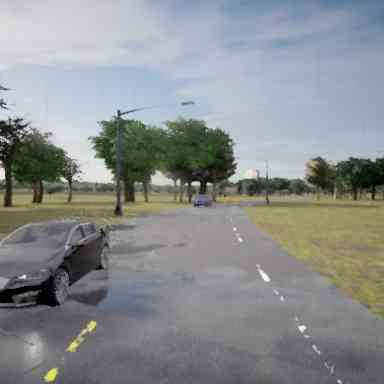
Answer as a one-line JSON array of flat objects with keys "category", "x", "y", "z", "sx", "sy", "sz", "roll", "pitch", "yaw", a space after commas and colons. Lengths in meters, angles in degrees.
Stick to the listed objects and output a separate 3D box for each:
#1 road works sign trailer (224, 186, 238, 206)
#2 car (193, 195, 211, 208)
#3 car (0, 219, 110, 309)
[{"category": "road works sign trailer", "x": 7.031, "y": 0.754, "z": 59.941, "sx": 2.380, "sy": 3.560, "sz": 2.880, "roll": 0, "pitch": 0, "yaw": 14}, {"category": "car", "x": 1.680, "y": 1.419, "z": 51.796, "sx": 2.150, "sy": 2.045, "sz": 5.566, "roll": 0, "pitch": -1, "yaw": 12}, {"category": "car", "x": -3.394, "y": 1.467, "z": 8.038, "sx": 2.128, "sy": 1.511, "sz": 4.902, "roll": 0, "pitch": 0, "yaw": 2}]
